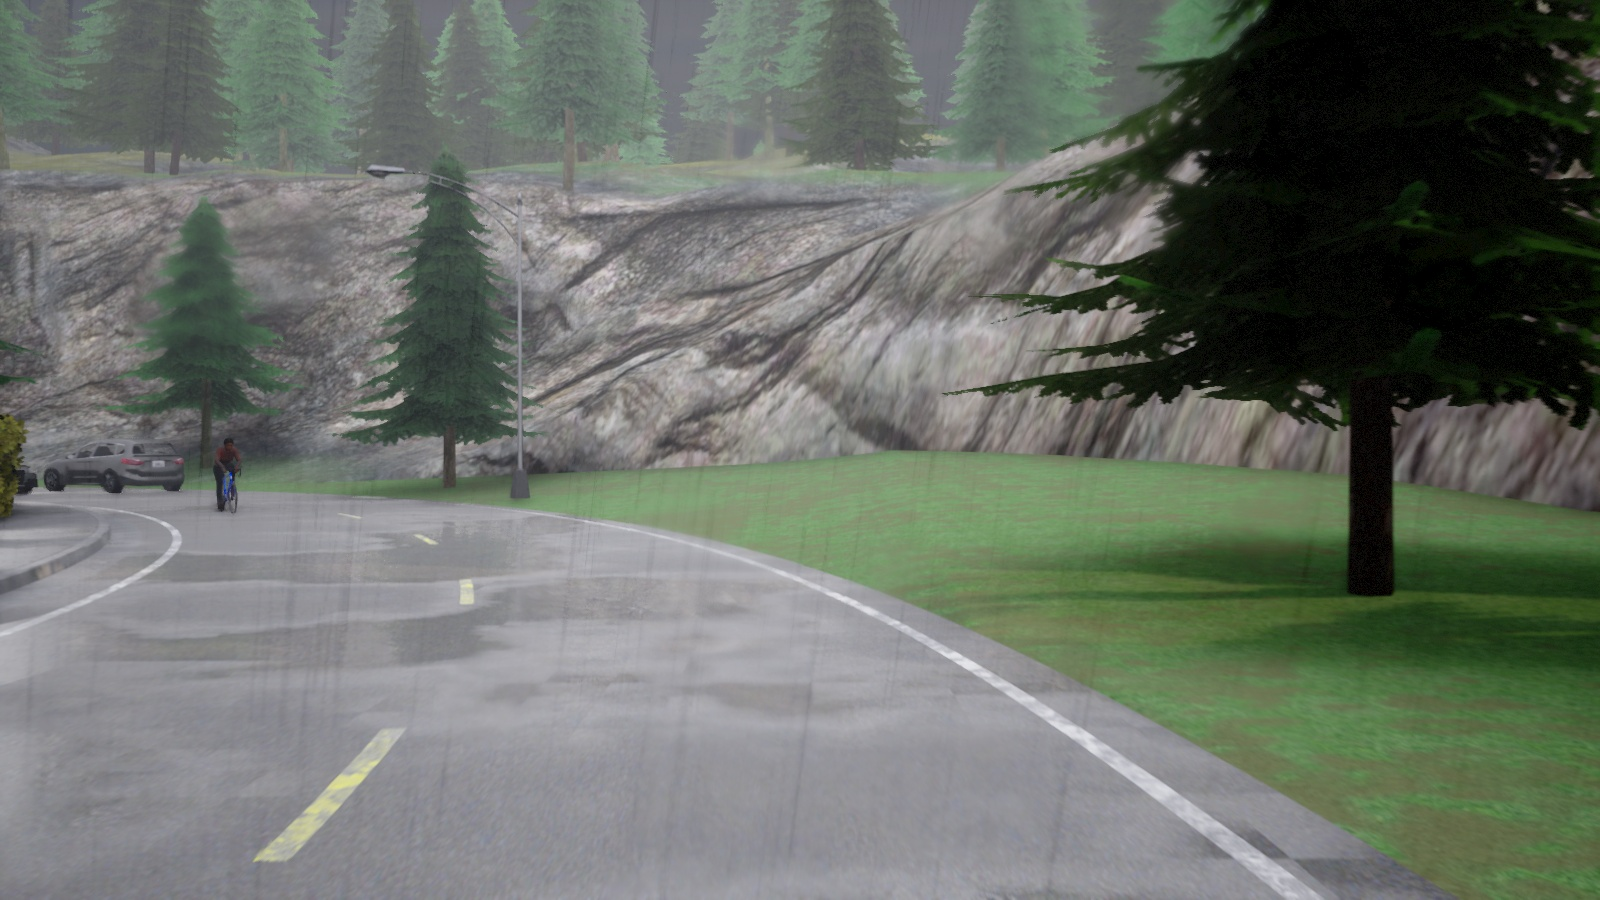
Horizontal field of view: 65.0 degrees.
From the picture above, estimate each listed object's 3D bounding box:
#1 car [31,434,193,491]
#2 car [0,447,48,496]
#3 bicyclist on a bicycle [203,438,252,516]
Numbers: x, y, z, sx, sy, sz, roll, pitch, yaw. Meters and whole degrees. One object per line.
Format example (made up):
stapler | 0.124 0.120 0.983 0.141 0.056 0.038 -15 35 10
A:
car | -21.382 0.366 39.013 4.611 1.667 2.242 0 0 28
car | -24.235 0.598 36.456 4.181 1.385 1.994 0 0 21
bicyclist on a bicycle | -12.227 0.546 26.809 0.582 1.620 1.656 -1 1 -38
